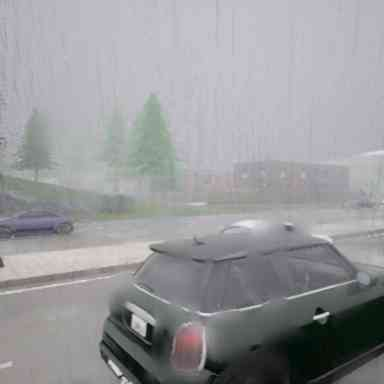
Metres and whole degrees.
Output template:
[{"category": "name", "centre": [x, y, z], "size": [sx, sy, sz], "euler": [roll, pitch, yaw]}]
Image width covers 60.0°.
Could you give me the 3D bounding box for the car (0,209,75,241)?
[{"category": "car", "centre": [-8.113, 1.551, 16.630], "size": [4.181, 1.385, 1.994], "euler": [0, 0, -35]}]

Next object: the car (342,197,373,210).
[{"category": "car", "centre": [20.467, 1.414, 41.153], "size": [4.902, 1.511, 2.128], "euler": [0, 0, -35]}]

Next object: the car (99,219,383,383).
[{"category": "car", "centre": [1.192, 1.344, 4.559], "size": [4.553, 1.767, 2.097], "euler": [0, 0, -36]}]

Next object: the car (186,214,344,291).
[{"category": "car", "centre": [2.269, 1.510, 9.642], "size": [4.674, 1.442, 1.812], "euler": [0, 0, -36]}]
